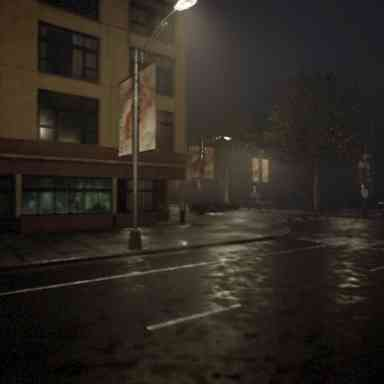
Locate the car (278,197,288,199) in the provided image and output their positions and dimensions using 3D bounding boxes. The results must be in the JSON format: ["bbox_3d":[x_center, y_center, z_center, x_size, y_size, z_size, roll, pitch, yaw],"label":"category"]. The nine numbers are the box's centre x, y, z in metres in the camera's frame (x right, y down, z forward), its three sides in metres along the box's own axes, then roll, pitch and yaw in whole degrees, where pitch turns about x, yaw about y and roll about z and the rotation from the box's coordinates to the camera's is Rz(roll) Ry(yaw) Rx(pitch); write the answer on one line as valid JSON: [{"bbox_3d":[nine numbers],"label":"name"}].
[{"bbox_3d":[23.562,1.877,87.370,1.895,1.301,4.718,0,0,-36],"label":"car"}]

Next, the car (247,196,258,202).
[{"bbox_3d":[13.905,1.759,80.929,2.161,1.482,4.786,0,0,-36],"label":"car"}]

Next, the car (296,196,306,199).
[{"bbox_3d":[24.375,1.690,73.437,2.002,1.452,4.674,0,0,-36],"label":"car"}]

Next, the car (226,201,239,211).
[{"bbox_3d":[3.768,1.763,42.051,1.895,1.301,4.718,0,0,-36],"label":"car"}]

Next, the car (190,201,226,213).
[{"bbox_3d":[1.551,1.705,39.139,1.994,1.385,4.181,0,0,-36],"label":"car"}]
